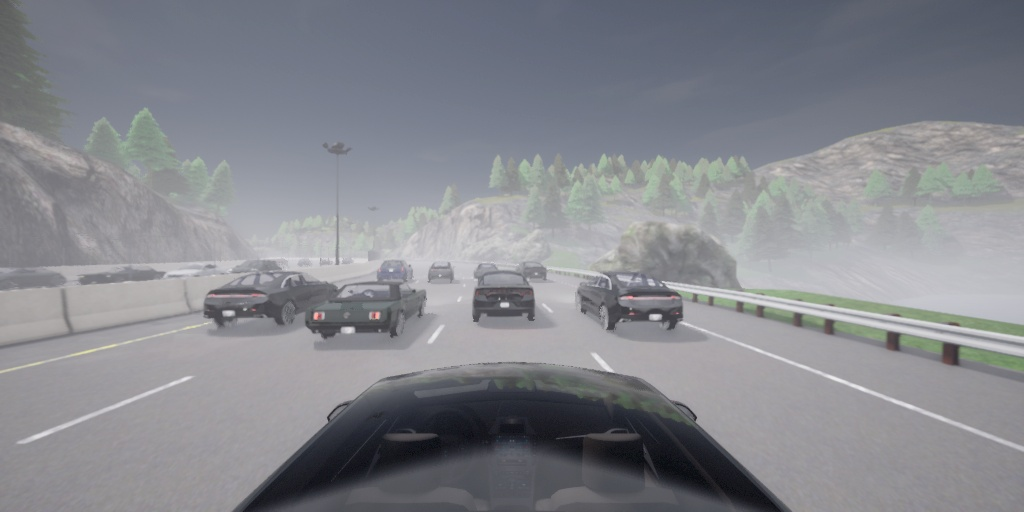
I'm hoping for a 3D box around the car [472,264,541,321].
[{"bbox_3d":[-0.346,1.200,12.425,1.882,1.535,5.008,0,0,-3],"label":"car"}]

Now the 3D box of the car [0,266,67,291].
[{"bbox_3d":[-29.460,1.320,21.235,1.994,1.385,4.181,0,0,-8],"label":"car"}]

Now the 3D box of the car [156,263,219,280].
[{"bbox_3d":[-23.110,1.255,26.423,1.812,1.442,4.674,0,0,-9],"label":"car"}]

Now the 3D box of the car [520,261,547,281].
[{"bbox_3d":[1.443,1.152,29.028,1.882,1.535,5.008,0,0,-8],"label":"car"}]

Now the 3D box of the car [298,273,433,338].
[{"bbox_3d":[-3.698,1.336,10.103,1.895,1.301,4.718,0,0,-3],"label":"car"}]

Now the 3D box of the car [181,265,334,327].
[{"bbox_3d":[-7.299,1.230,11.490,2.128,1.511,4.902,0,0,-3],"label":"car"}]

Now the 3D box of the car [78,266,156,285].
[{"bbox_3d":[-26.357,1.342,24.544,1.895,1.301,4.718,0,0,-8],"label":"car"}]

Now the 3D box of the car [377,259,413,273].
[{"bbox_3d":[-9.004,1.050,27.895,2.097,1.767,4.553,0,0,-8],"label":"car"}]

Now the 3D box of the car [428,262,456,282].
[{"bbox_3d":[-5.464,1.183,27.930,2.128,1.511,4.902,0,0,-8],"label":"car"}]

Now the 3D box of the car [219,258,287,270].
[{"bbox_3d":[-19.776,1.072,27.667,2.097,1.767,4.553,0,0,-9],"label":"car"}]

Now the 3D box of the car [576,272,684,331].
[{"bbox_3d":[3.251,1.211,10.826,2.128,1.511,4.902,0,0,-3],"label":"car"}]
